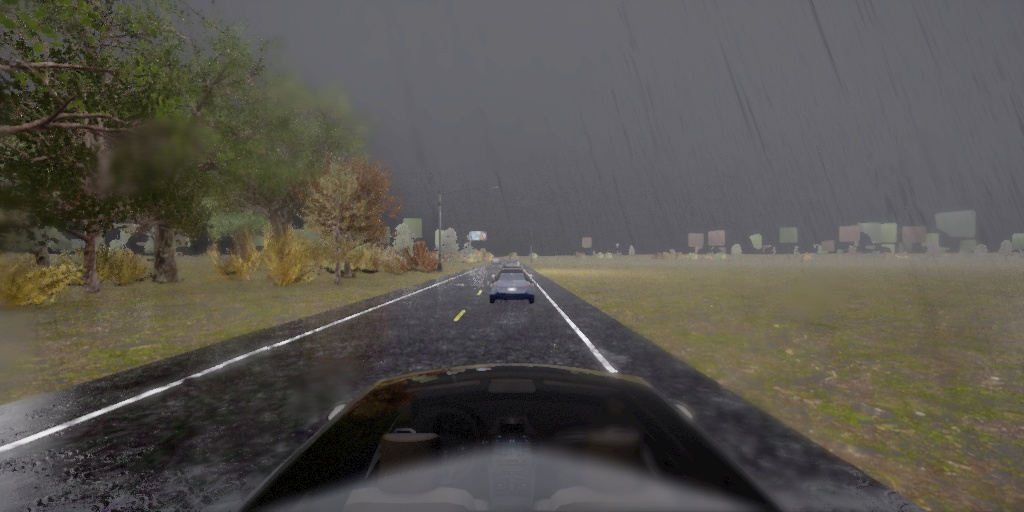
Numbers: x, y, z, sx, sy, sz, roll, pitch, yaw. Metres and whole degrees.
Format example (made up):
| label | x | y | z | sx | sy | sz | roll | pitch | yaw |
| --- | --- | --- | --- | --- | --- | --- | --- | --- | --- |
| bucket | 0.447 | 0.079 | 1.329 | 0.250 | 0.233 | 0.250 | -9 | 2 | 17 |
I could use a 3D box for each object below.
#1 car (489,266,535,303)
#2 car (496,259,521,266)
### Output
| label | x | y | z | sx | sy | sz | roll | pitch | yaw |
| --- | --- | --- | --- | --- | --- | --- | --- | --- | --- |
| car | 0.000 | 1.320 | 16.500 | 1.994 | 1.385 | 4.181 | 0 | 0 | 0 |
| car | 0.000 | 1.242 | 31.500 | 2.128 | 1.511 | 4.902 | 0 | 0 | 0 |
